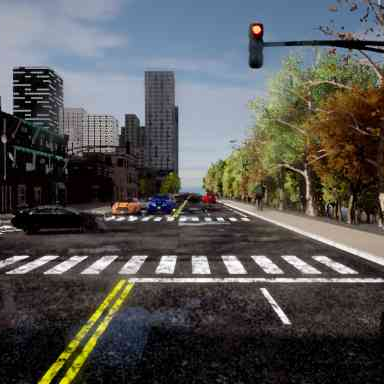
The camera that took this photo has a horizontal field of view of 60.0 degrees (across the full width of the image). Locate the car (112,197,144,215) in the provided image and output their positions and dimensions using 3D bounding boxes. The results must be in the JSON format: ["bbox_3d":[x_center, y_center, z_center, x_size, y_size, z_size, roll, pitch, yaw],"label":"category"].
[{"bbox_3d":[-6.557,1.342,33.717,2.097,1.767,4.553,0,0,1],"label":"car"}]

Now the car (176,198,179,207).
[{"bbox_3d":[-3.241,1.336,45.558,2.097,1.767,4.553,0,0,0],"label":"car"}]

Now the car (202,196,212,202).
[{"bbox_3d":[3.400,1.522,75.910,1.994,1.385,4.181,0,0,0],"label":"car"}]

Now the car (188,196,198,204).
[{"bbox_3d":[0.225,1.453,64.372,1.882,1.535,5.008,0,0,0],"label":"car"}]

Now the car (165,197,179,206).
[{"bbox_3d":[-3.228,1.581,54.899,1.895,1.301,4.718,0,0,0],"label":"car"}]

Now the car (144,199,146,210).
[{"bbox_3d":[-6.501,1.586,42.703,1.895,1.301,4.718,0,0,0],"label":"car"}]

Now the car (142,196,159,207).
[{"bbox_3d":[-6.483,1.473,52.707,2.128,1.511,4.902,0,0,0],"label":"car"}]

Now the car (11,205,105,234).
[{"bbox_3d":[-7.465,1.489,18.801,4.902,1.511,2.128,0,0,-19],"label":"car"}]

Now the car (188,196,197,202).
[{"bbox_3d":[0.148,1.565,75.633,1.895,1.301,4.718,0,0,0],"label":"car"}]

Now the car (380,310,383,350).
[{"bbox_3d":[3.356,1.491,2.379,2.128,1.511,4.902,0,0,0],"label":"car"}]

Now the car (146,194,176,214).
[{"bbox_3d":[-3.269,1.210,35.866,2.150,2.045,5.566,0,0,0],"label":"car"}]

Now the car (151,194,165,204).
[{"bbox_3d":[-6.432,1.328,62.762,2.097,1.767,4.553,0,0,1],"label":"car"}]

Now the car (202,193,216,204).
[{"bbox_3d":[3.474,1.197,65.326,2.150,2.045,5.566,0,0,1],"label":"car"}]
